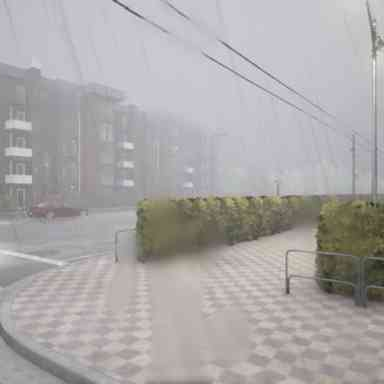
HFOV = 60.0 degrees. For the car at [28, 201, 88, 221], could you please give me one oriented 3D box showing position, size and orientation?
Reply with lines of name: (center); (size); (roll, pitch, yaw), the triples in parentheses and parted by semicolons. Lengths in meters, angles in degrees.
car: (-11.095, 1.488, 27.957); (1.882, 1.535, 5.008); (0, 0, 36)
